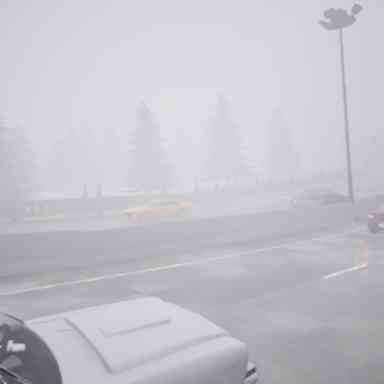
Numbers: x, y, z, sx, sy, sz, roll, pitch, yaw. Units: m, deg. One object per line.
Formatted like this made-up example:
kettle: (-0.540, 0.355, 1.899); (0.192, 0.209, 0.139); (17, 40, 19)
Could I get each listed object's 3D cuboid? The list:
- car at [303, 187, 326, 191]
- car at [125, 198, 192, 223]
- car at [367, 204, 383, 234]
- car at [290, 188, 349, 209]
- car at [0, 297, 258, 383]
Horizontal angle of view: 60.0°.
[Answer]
car: (10.497, 0.370, 28.657); (4.902, 1.511, 2.128); (-6, 4, -35)
car: (-2.342, 1.251, 23.810); (5.008, 1.535, 1.882); (-3, 2, -35)
car: (9.660, 1.064, 14.930); (4.674, 1.442, 1.812); (-4, 2, -35)
car: (9.147, 0.778, 23.404); (5.357, 1.411, 2.033); (-5, 3, -36)
car: (-1.720, 1.601, 2.519); (4.718, 1.301, 1.895); (0, 0, -35)
